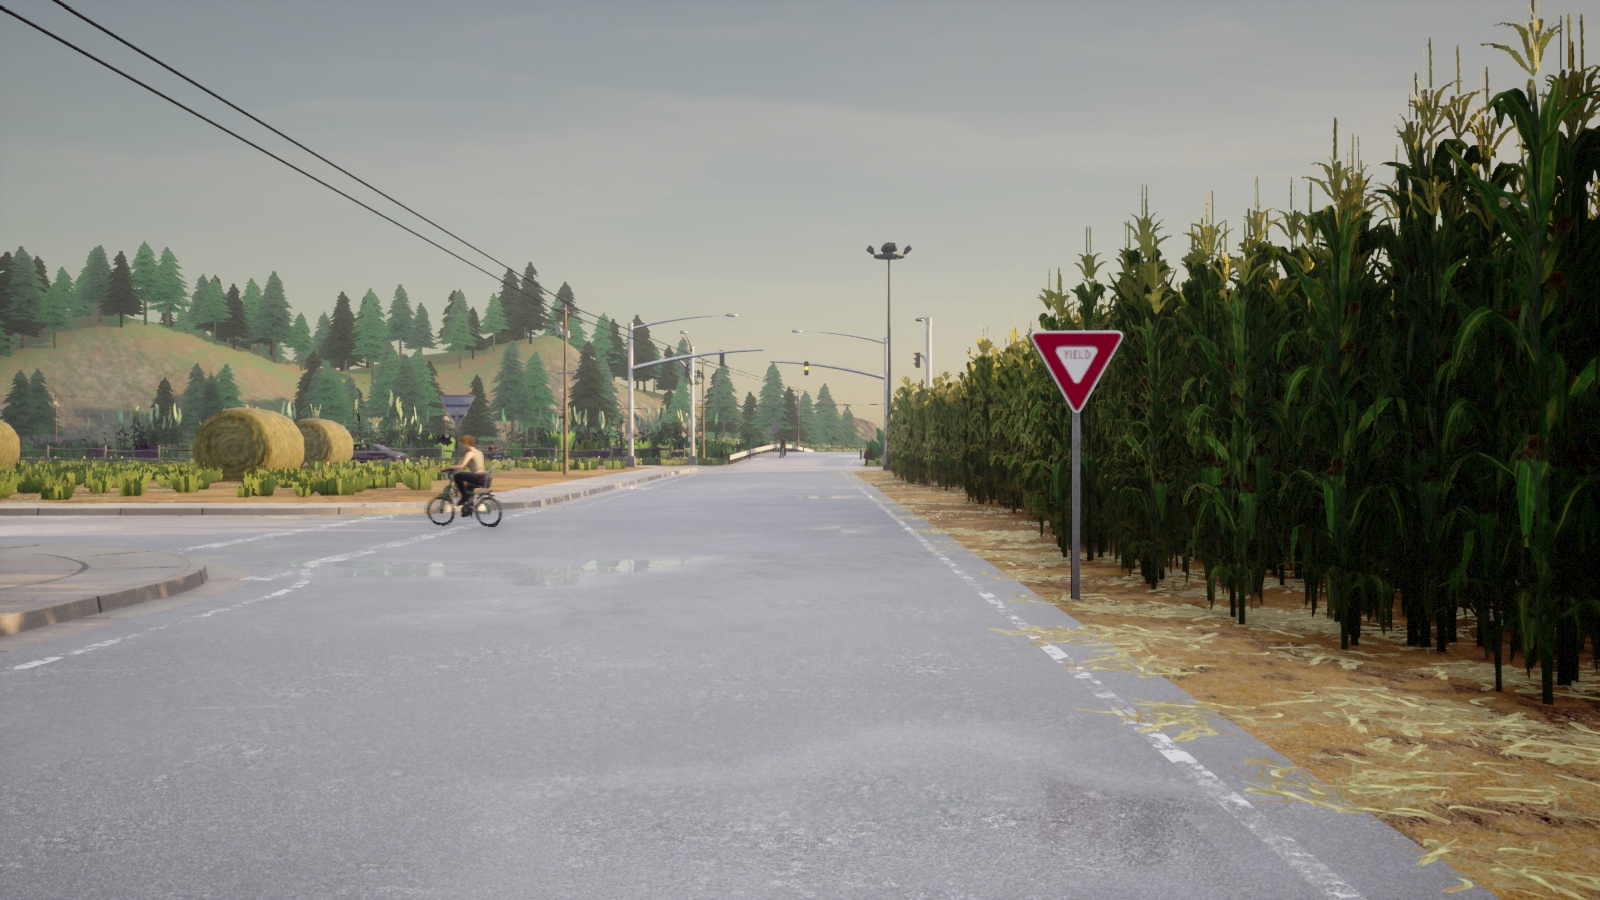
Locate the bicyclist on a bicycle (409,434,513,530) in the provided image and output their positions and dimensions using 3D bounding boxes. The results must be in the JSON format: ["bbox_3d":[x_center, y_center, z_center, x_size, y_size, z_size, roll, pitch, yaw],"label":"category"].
[{"bbox_3d":[-5.963,0.540,22.105,1.509,1.612,0.866,0,3,17],"label":"bicyclist on a bicycle"}]

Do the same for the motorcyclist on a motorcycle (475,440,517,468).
[{"bbox_3d":[-18.294,0.220,75.628,2.350,1.649,0.766,0,0,3],"label":"motorcyclist on a motorcycle"}]

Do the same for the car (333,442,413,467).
[{"bbox_3d":[-25.853,0.275,76.062,4.193,1.474,1.816,0,0,3],"label":"car"}]
